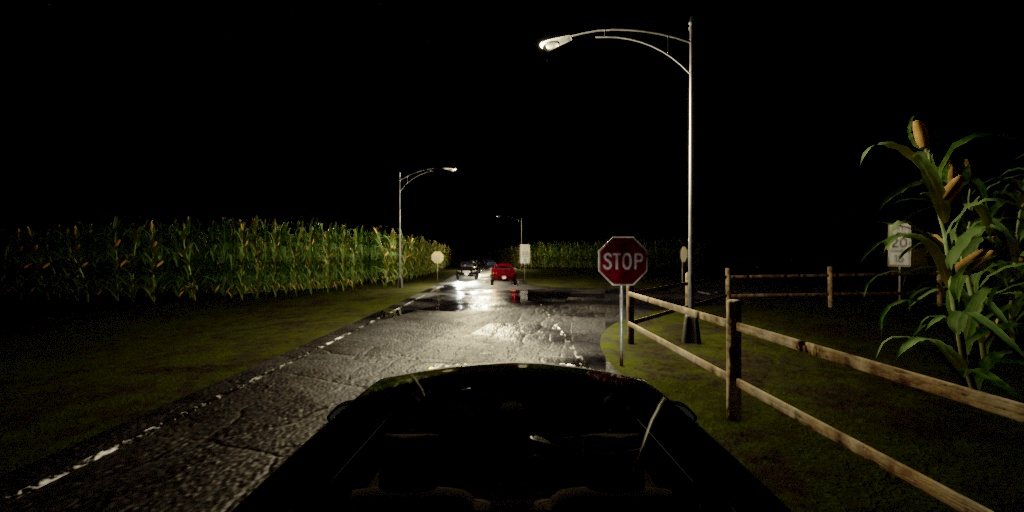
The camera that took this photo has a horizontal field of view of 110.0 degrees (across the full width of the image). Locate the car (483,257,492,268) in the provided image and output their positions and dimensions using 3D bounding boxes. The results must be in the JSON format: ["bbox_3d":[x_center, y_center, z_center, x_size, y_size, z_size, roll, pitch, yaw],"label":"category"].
[{"bbox_3d":[-3.651,1.343,61.020,2.033,1.411,5.357,0,0,-7],"label":"car"}]

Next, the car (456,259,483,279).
[{"bbox_3d":[-3.936,1.254,32.260,2.128,1.511,4.902,0,0,-3],"label":"car"}]

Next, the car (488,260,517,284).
[{"bbox_3d":[-0.662,1.285,26.630,1.812,1.442,4.674,0,0,-3],"label":"car"}]
